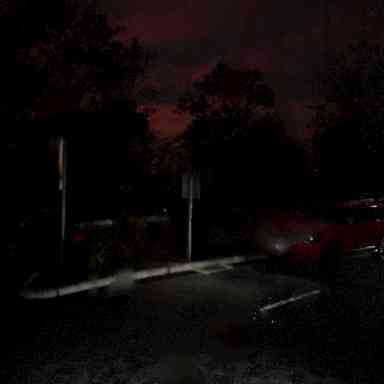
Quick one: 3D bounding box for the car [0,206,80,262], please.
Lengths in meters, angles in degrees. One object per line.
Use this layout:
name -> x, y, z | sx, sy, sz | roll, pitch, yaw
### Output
car -> -5.836, 1.268, 11.507 | 2.128, 1.511, 4.902 | 2, 2, 14

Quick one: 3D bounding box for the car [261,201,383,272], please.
car -> 4.898, 1.352, 11.608 | 5.566, 2.045, 2.150 | 1, 0, -36

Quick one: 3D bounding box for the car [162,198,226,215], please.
car -> 0.208, 0.775, 23.027 | 4.902, 1.511, 2.128 | -4, 3, -35
